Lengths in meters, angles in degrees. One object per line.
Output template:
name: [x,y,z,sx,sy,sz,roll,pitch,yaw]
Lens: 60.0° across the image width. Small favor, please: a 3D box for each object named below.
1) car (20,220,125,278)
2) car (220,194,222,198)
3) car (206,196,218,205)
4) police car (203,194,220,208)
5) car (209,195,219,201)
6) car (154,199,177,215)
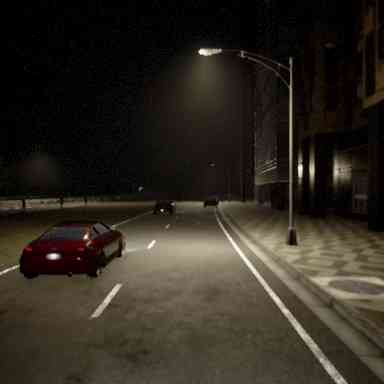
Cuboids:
car: [-3.374,1.546,10.141,1.994,1.385,4.181,0,0,0]
car: [4.221,1.494,64.287,1.882,1.535,5.008,0,0,6]
car: [3.606,1.462,58.585,1.801,1.575,5.366,0,0,6]
police car: [2.695,1.420,48.672,1.930,1.638,5.238,0,0,5]
car: [5.467,1.432,82.101,2.033,1.411,5.357,0,0,9]
car: [-2.709,1.486,33.910,1.837,1.490,4.892,0,0,3]
